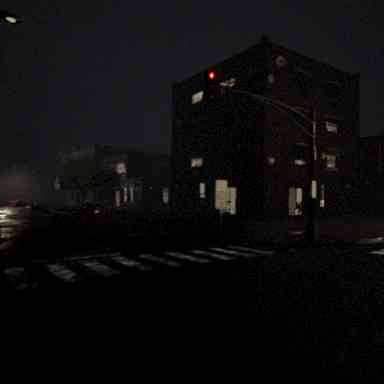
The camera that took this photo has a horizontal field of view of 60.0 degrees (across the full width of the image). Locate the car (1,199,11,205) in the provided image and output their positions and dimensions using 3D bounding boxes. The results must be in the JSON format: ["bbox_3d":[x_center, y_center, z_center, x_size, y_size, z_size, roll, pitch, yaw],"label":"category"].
[{"bbox_3d":[-44.903,2.380,80.239,1.752,1.417,4.829,1,-1,-35],"label":"car"}]

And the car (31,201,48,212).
[{"bbox_3d":[-21.698,2.017,47.198,1.752,1.417,4.829,1,-1,-35],"label":"car"}]

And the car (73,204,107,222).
[{"bbox_3d":[-9.004,1.741,29.165,1.967,1.590,4.097,1,-1,-35],"label":"car"}]

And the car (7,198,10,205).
[{"bbox_3d":[-35.289,2.284,66.499,1.802,1.307,4.206,1,-1,-35],"label":"car"}]

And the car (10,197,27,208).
[{"bbox_3d":[-32.117,2.092,61.967,1.967,1.590,4.097,1,-1,-35],"label":"car"}]

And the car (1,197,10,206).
[{"bbox_3d":[-41.632,2.117,75.569,2.192,1.841,5.009,1,-1,-35],"label":"car"}]
